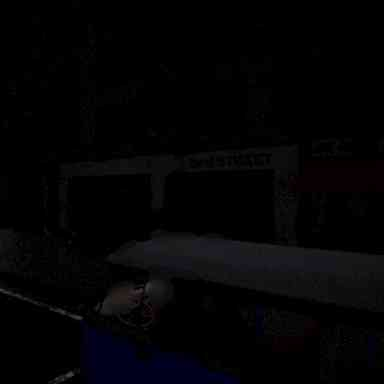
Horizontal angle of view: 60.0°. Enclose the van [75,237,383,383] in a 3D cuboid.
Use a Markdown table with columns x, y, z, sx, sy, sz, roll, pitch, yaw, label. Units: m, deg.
| x | y | z | sx | sy | sz | roll | pitch | yaw | label |
| --- | --- | --- | --- | --- | --- | --- | --- | --- | --- |
| 0.829 | 1.341 | 2.485 | 3.998 | 1.788 | 1.690 | 0 | 0 | 36 | van |
